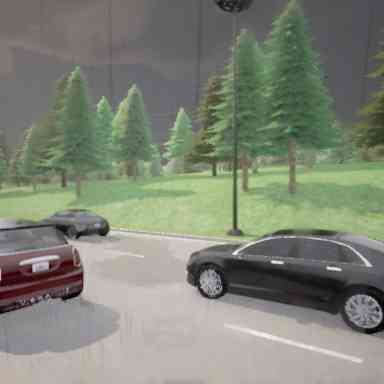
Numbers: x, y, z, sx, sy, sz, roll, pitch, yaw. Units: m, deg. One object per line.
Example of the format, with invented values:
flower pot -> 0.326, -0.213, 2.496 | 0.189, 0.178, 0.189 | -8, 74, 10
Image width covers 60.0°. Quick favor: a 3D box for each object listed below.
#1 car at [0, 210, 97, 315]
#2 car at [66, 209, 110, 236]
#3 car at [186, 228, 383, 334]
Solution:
car -> -4.414, 1.345, 7.141 | 4.553, 1.767, 2.097 | 0, 0, 36
car -> -6.137, 1.552, 16.967 | 4.181, 1.385, 1.994 | 0, 0, 35
car -> 2.108, 1.504, 6.788 | 4.892, 1.490, 1.837 | 0, 0, 35
